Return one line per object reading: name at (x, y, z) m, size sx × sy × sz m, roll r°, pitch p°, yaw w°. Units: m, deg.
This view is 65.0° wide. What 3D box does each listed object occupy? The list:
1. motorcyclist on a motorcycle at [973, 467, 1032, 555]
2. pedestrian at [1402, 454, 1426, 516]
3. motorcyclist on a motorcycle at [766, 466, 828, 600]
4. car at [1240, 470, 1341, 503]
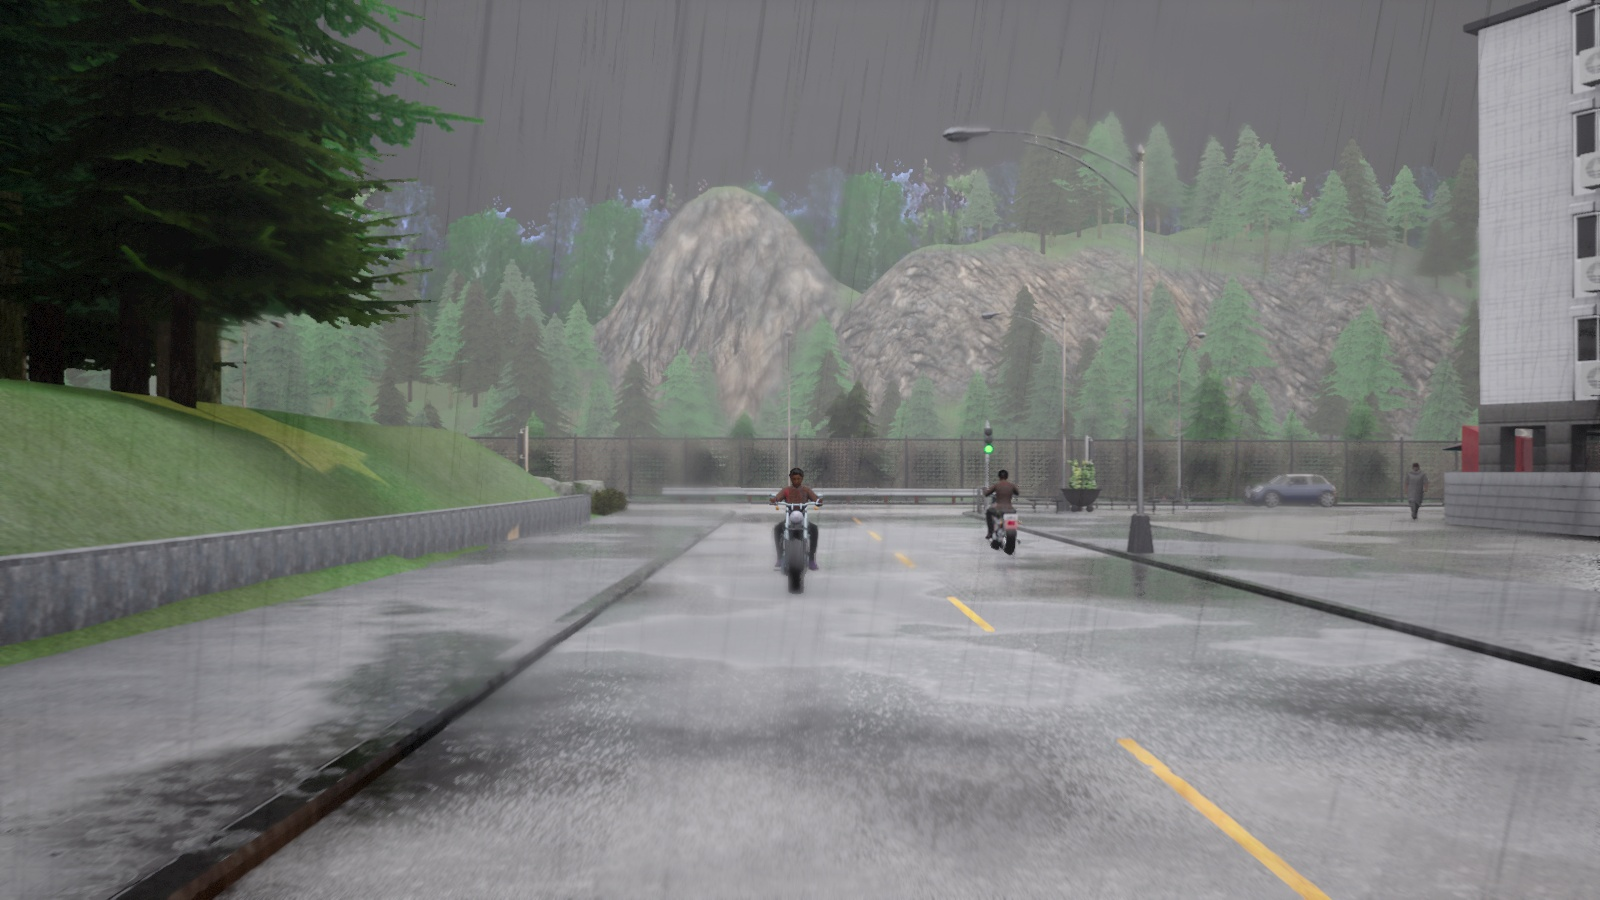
motorcyclist on a motorcycle at (3.943, 1.162, 24.666) m, size 0.766 × 1.649 × 2.350 m, roll 0°, pitch -1°, yaw 0°
pedestrian at (19.673, 1.119, 40.212) m, size 0.659 × 1.952 × 0.873 m, roll -1°, pitch -1°, yaw 27°
motorcyclist on a motorcycle at (-0.039, 1.046, 16.762) m, size 0.766 × 1.649 × 2.350 m, roll 0°, pitch -1°, yaw 0°
car at (22.240, 1.647, 57.081) m, size 3.806 × 1.475 × 1.970 m, roll 0°, pitch -1°, yaw 0°
